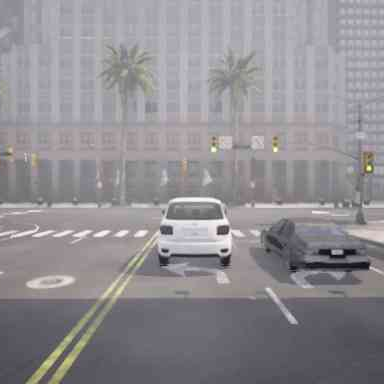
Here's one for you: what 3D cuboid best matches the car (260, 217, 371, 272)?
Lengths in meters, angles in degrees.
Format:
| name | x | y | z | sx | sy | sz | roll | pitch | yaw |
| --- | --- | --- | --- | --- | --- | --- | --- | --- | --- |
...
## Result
| name | x | y | z | sx | sy | sz | roll | pitch | yaw |
| --- | --- | --- | --- | --- | --- | --- | --- | --- | --- |
| car | 3.583 | 1.526 | 10.703 | 2.033 | 1.411 | 5.357 | 0 | 0 | 0 |

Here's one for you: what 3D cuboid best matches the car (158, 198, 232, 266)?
| name | x | y | z | sx | sy | sz | roll | pitch | yaw |
| --- | --- | --- | --- | --- | --- | --- | --- | --- | --- |
| car | 0.085 | 1.198 | 11.611 | 2.150 | 2.045 | 5.566 | 0 | 0 | 0 |
